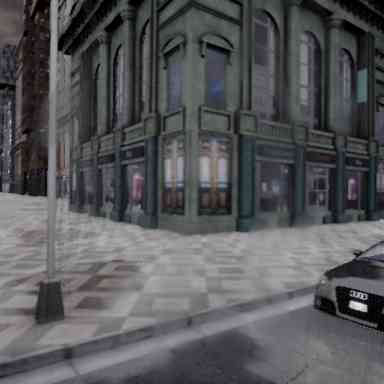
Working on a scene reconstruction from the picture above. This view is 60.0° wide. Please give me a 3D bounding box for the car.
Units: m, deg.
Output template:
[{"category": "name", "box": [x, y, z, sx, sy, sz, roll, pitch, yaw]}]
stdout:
[{"category": "car", "box": [4.243, 1.642, 6.401, 4.181, 1.385, 1.994, 1, 0, -35]}]
